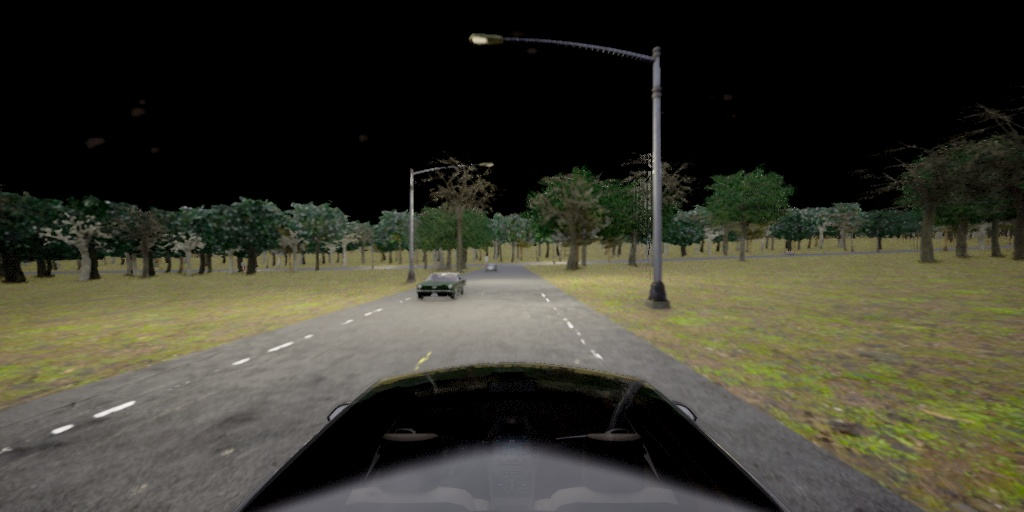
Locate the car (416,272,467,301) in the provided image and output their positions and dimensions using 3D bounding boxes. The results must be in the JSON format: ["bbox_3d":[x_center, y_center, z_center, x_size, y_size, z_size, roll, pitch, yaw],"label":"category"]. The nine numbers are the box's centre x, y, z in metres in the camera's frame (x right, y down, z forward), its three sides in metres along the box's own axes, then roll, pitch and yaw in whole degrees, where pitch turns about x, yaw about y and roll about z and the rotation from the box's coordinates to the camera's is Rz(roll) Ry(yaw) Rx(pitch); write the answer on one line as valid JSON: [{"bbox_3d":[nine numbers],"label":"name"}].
[{"bbox_3d":[-3.593,1.536,18.866,1.895,1.301,4.718,0,-1,0],"label":"car"}]

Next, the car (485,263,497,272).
[{"bbox_3d":[-3.514,1.904,60.917,2.128,1.511,4.902,0,-1,1],"label":"car"}]
